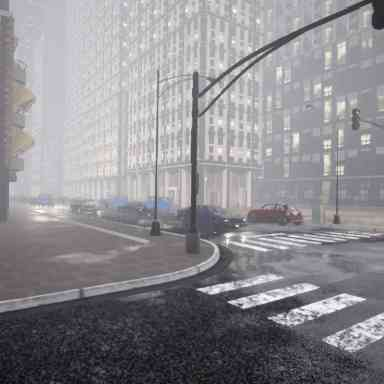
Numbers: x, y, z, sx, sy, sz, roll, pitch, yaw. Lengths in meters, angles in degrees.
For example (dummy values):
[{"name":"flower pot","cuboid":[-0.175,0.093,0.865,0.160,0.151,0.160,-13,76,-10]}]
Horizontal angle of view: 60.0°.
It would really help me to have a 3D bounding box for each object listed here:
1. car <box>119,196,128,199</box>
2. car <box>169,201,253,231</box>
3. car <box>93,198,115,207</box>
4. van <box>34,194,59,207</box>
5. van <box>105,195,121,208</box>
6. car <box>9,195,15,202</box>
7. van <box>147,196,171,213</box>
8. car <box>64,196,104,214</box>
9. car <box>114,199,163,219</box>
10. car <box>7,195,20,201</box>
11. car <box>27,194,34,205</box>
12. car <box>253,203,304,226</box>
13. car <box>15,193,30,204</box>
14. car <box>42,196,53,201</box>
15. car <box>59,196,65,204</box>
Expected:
[{"name":"car","cuboid":[-7.174,1.584,42.377,2.008,1.369,4.403,1,-1,-35]},{"name":"car","cuboid":[0.996,1.498,20.729,2.033,1.411,5.357,1,-1,-35]},{"name":"car","cuboid":[-13.679,1.586,51.614,1.947,1.339,4.313,1,-1,-35]},{"name":"van","cuboid":[-20.526,1.197,46.792,1.690,1.788,3.998,1,-1,-35]},{"name":"van","cuboid":[-10.422,1.368,46.998,1.690,1.788,3.998,1,-1,-35]},{"name":"car","cuboid":[-36.792,1.396,69.881,1.947,1.339,4.313,1,-1,-35]},{"name":"van","cuboid":[-3.918,1.382,37.761,1.690,1.788,3.998,1,-1,-35]},{"name":"car","cuboid":[-10.772,1.427,32.935,2.008,1.369,4.403,1,-1,-35]},{"name":"car","cuboid":[-4.746,1.537,28.879,1.895,1.301,4.718,1,-1,-35]},{"name":"car","cuboid":[-40.043,1.378,74.499,2.008,1.369,4.403,1,-1,-35]},{"name":"car","cuboid":[-23.782,1.432,51.408,1.802,1.307,4.206,1,-1,-35]},{"name":"car","cuboid":[5.838,1.505,23.906,1.967,1.590,4.097,1,-1,-35]},{"name":"car","cuboid":[-30.283,1.155,60.647,2.192,1.841,5.009,1,-1,-35]},{"name":"car","cuboid":[-36.447,1.570,83.941,1.802,1.307,4.206,1,-1,-35]},{"name":"car","cuboid":[-24.016,1.433,61.795,1.882,1.535,5.008,1,-1,-35]}]
